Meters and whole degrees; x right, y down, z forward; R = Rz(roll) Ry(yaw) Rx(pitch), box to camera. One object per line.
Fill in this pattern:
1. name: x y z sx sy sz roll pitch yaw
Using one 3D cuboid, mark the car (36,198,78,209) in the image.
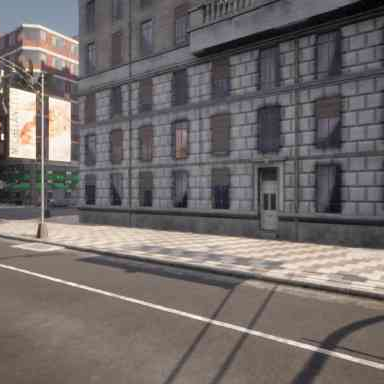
1. car: -18.004 1.547 44.615 2.033 1.411 5.357 0 0 36
